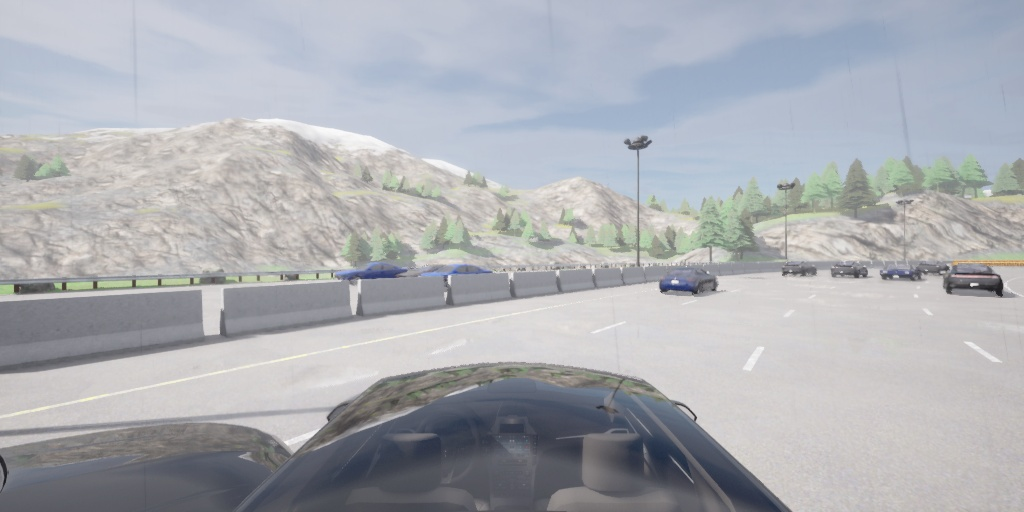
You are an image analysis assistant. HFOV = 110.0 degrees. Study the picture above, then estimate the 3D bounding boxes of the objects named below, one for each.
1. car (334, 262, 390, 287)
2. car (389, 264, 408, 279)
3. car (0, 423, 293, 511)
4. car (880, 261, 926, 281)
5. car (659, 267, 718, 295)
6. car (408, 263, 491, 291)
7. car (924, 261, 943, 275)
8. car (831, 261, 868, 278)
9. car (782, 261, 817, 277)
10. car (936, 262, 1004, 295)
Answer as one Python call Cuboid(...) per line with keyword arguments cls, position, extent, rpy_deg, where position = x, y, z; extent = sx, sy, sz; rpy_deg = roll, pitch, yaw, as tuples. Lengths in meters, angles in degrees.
Cuboid(cls="car", position=(-9.687, 1.227, 25.056), extent=(1.882, 1.535, 5.008), rpy_deg=(0, 0, 43))
Cuboid(cls="car", position=(-5.285, 1.297, 24.729), extent=(2.033, 1.411, 5.357), rpy_deg=(0, 0, 43))
Cuboid(cls="car", position=(-2.982, 1.255, 0.515), extent=(4.892, 1.490, 1.837), rpy_deg=(0, 0, -45))
Cuboid(cls="car", position=(32.302, 1.351, 29.723), extent=(4.718, 1.301, 1.895), rpy_deg=(0, 0, -35))
Cuboid(cls="car", position=(9.849, 1.314, 19.911), extent=(4.181, 1.385, 1.994), rpy_deg=(0, 0, -45))
Cuboid(cls="car", position=(-3.395, 1.227, 21.565), extent=(1.882, 1.535, 5.008), rpy_deg=(0, 0, 43))
Cuboid(cls="car", position=(43.305, 1.241, 36.857), extent=(4.902, 1.511, 2.128), rpy_deg=(0, 0, -31))
Cuboid(cls="car", position=(31.368, 1.241, 33.332), extent=(4.902, 1.511, 2.128), rpy_deg=(0, 0, -35))
Cuboid(cls="car", position=(28.652, 1.238, 35.691), extent=(4.902, 1.511, 2.128), rpy_deg=(0, 0, -35))
Cuboid(cls="car", position=(24.953, 1.240, 19.519), extent=(4.902, 1.511, 2.128), rpy_deg=(0, 0, -41))
